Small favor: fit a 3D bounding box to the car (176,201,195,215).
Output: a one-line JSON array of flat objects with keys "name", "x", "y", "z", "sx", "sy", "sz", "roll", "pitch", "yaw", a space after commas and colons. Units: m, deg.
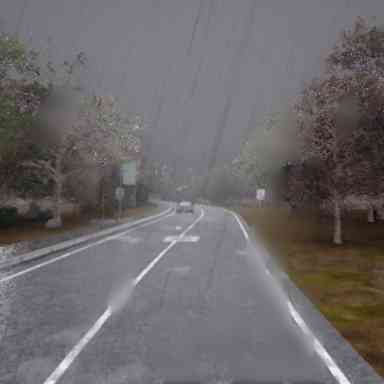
[{"name": "car", "x": -0.713, "y": 1.788, "z": 37.958, "sx": 1.812, "sy": 1.442, "sz": 4.674, "roll": 0, "pitch": 0, "yaw": 3}]
